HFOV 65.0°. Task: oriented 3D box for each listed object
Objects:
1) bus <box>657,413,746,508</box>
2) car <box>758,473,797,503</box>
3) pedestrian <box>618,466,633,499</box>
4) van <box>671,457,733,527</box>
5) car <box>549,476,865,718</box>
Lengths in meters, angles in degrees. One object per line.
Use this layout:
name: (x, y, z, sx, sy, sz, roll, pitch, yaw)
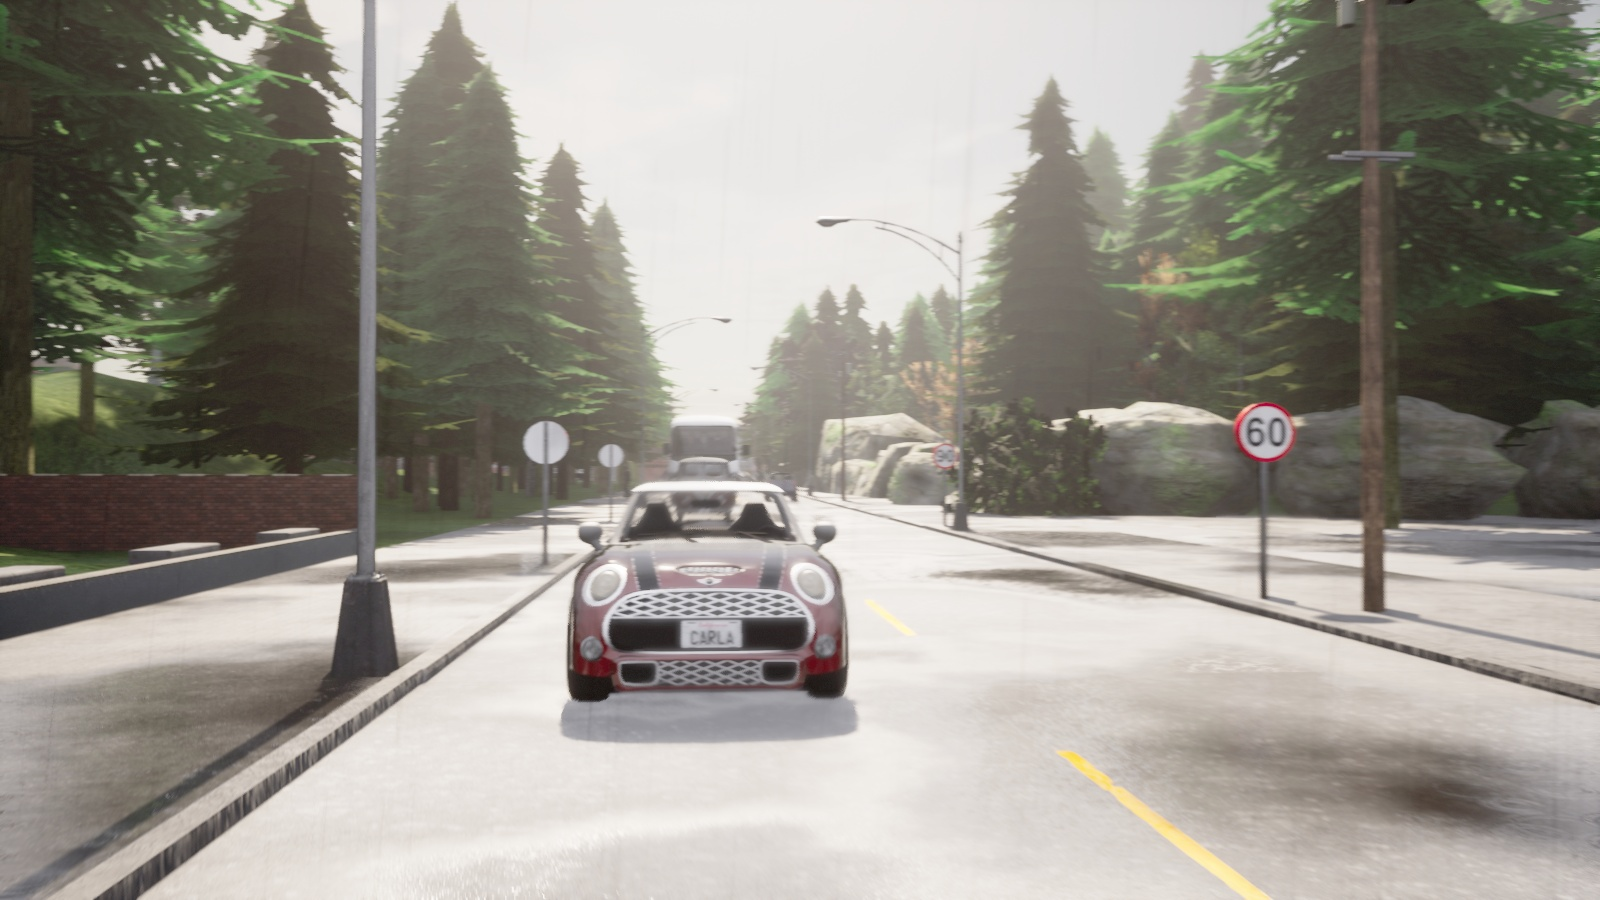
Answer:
bus: (-4.828, 0.525, 61.411, 3.944, 4.253, 10.273, 0, -1, -4)
car: (-1.202, 1.976, 66.450, 1.845, 1.501, 3.633, 0, -1, -4)
pedestrian: (-9.871, 1.811, 70.859, 0.726, 1.842, 0.402, 0, -1, -41)
van: (-3.017, 1.247, 38.472, 1.775, 1.987, 4.442, 0, -1, -5)
car: (-0.727, 0.953, 9.777, 1.970, 1.475, 3.806, 0, -1, -5)
